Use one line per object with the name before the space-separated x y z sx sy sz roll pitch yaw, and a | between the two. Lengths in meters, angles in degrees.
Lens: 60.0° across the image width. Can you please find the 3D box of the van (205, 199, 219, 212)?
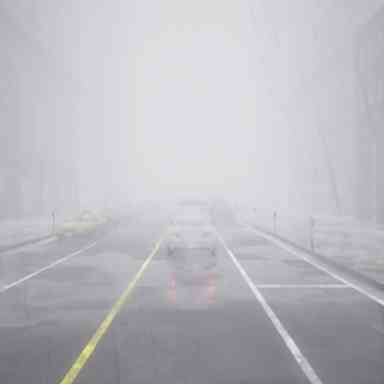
van | 2.714 1.824 46.268 1.690 1.788 3.998 0 -1 0

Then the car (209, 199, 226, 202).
car | 2.726 1.678 35.032 2.192 1.841 5.009 0 -1 0

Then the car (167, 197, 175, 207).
car | -3.087 1.899 64.521 2.150 2.045 5.566 0 -1 1

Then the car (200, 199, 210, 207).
car | 2.690 2.252 68.909 1.752 1.417 4.829 0 -1 0

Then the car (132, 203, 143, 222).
car | -5.793 1.885 29.389 1.802 1.307 4.206 0 -1 0

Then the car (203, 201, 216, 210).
car | 2.708 2.088 51.884 1.887 1.381 4.507 0 -1 0

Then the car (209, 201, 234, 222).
car | 2.731 1.831 29.582 1.752 1.417 4.829 0 -1 0

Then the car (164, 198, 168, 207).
car | -5.823 2.153 57.482 2.008 1.369 4.403 0 -1 0

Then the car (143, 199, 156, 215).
car | -5.805 1.946 40.457 1.752 1.417 4.829 0 -1 0

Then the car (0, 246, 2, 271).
car | -5.770 1.637 6.916 1.947 1.339 4.313 0 -1 0

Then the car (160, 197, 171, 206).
car | -5.841 2.100 74.340 2.192 1.841 5.009 0 -1 0

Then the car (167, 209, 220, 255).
car | 0.009 1.667 13.893 1.812 1.442 4.674 0 0 0

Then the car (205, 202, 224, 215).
car | 2.720 1.974 40.648 2.008 1.369 4.403 0 -1 0

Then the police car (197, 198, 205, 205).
police car | 2.279 2.319 84.138 1.930 1.638 5.238 0 -1 0

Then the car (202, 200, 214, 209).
car | 2.702 2.148 57.502 1.887 1.381 4.507 0 -1 0

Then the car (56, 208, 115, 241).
car | -5.781 1.709 17.983 1.752 1.417 4.829 0 -1 0

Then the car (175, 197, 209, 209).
car | -0.020 1.509 27.562 2.150 2.045 5.566 0 0 0

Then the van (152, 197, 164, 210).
van | -5.817 1.883 51.866 1.690 1.788 3.998 0 -1 0

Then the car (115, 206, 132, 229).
car | -5.787 1.825 23.771 1.802 1.307 4.206 0 -1 0

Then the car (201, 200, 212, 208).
car | 2.697 2.214 63.114 2.008 1.369 4.403 0 -1 0
